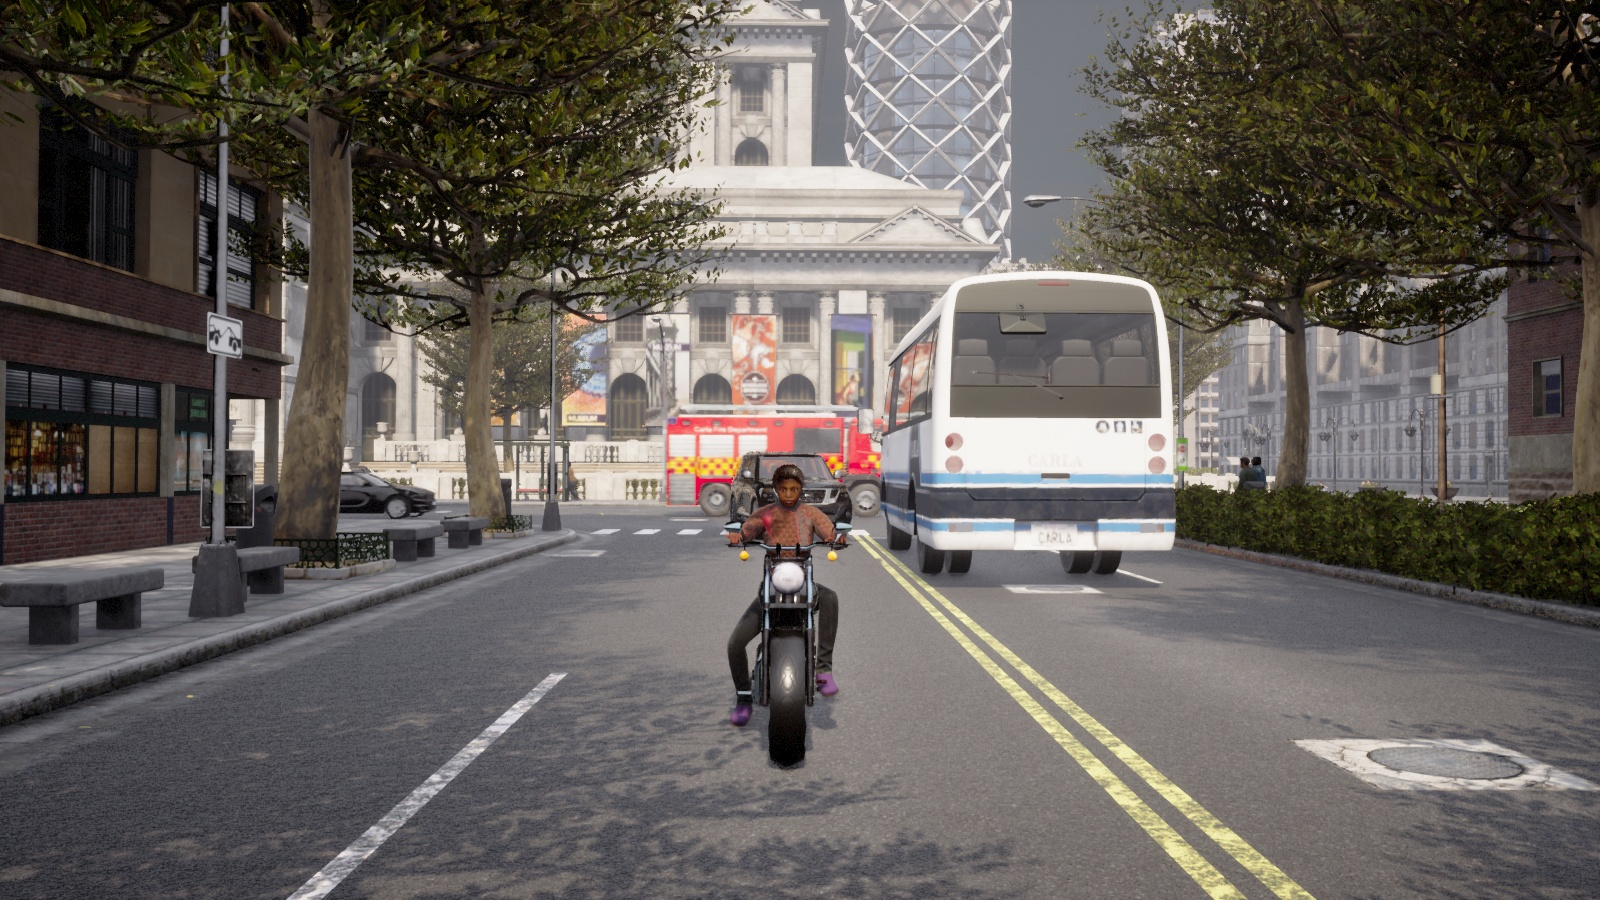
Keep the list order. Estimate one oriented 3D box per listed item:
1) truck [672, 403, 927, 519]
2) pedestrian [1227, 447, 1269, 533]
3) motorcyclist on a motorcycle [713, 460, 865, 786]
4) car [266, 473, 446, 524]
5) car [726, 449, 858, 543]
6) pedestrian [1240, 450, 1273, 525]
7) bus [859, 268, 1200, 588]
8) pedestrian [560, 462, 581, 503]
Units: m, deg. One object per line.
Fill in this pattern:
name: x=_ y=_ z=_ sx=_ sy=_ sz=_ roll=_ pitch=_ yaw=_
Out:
truck: x=-0.009 y=0.374 z=43.208 sx=8.468 sy=3.827 sz=2.891 roll=0 pitch=-1 yaw=0
pedestrian: x=10.350 y=0.916 z=29.012 sx=0.423 sy=1.949 sz=0.788 roll=1 pitch=-1 yaw=-39
motorcyclist on a motorcycle: x=-0.065 y=0.892 z=7.543 sx=0.766 sy=1.649 sz=2.350 roll=0 pitch=-1 yaw=-1
car: x=-13.940 y=1.512 z=39.643 sx=5.008 sy=1.535 sz=1.882 roll=0 pitch=-1 yaw=0
car: x=-0.332 y=1.043 z=30.316 sx=2.150 sy=2.045 sz=5.566 roll=0 pitch=-1 yaw=-12
pedestrian: x=11.855 y=0.971 z=32.639 sx=0.692 sy=1.930 sz=0.396 roll=0 pitch=-1 yaw=-7
bus: x=3.303 y=-0.209 z=21.872 sx=3.944 sy=4.253 sz=10.273 roll=0 pitch=-1 yaw=0
pedestrian: x=-10.575 y=1.482 z=57.807 sx=0.900 sy=1.855 sz=0.874 roll=0 pitch=-1 yaw=-7
